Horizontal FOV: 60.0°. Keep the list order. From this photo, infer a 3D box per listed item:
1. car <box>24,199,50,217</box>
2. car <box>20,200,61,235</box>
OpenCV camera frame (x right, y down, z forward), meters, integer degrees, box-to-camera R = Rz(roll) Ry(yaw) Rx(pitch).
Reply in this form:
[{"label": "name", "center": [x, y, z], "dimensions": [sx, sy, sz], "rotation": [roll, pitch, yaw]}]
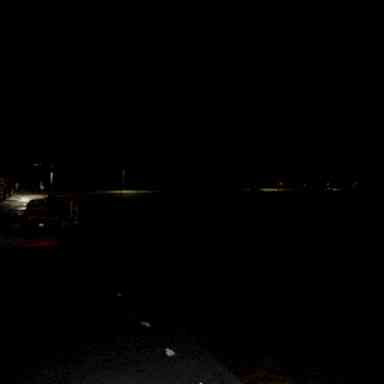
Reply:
[{"label": "car", "center": [-14.377, 1.408, 30.915], "dimensions": [2.033, 1.411, 5.357], "rotation": [1, 0, -25]}, {"label": "car", "center": [-8.449, 1.440, 18.592], "dimensions": [1.882, 1.535, 5.008], "rotation": [1, 0, -25]}]
